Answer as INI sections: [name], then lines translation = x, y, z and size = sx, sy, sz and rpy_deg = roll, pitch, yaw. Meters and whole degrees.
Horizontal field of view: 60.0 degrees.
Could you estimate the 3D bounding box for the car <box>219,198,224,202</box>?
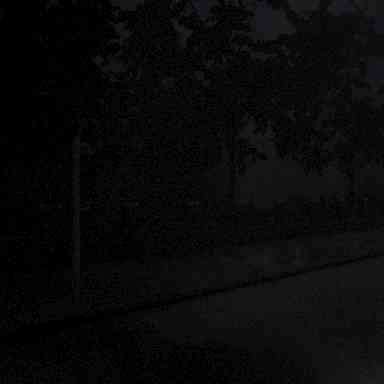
[car]
translation = 6.591, 1.482, 55.064
size = 1.882, 1.535, 5.008
rpy_deg = 0, 0, -35
